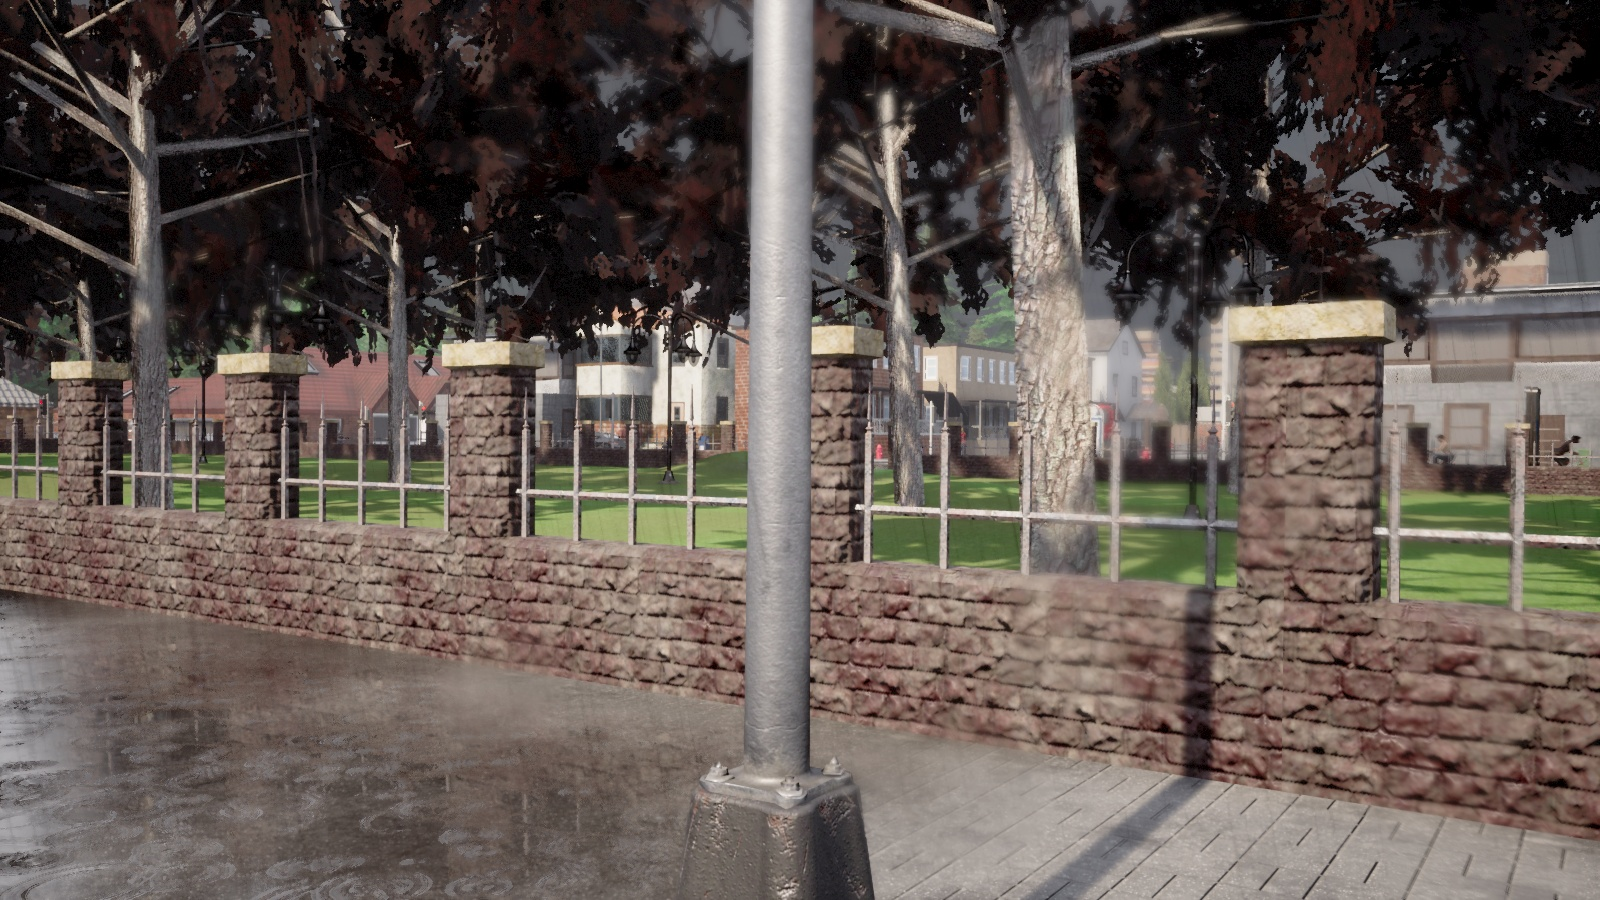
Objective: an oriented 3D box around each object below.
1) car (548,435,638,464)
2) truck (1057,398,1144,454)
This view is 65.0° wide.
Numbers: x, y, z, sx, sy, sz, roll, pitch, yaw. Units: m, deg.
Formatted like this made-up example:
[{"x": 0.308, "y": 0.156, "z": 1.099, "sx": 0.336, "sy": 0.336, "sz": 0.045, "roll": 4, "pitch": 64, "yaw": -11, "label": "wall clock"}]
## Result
[{"x": -10.889, "y": -0.044, "z": 65.889, "sx": 4.674, "sy": 1.442, "sz": 1.812, "roll": 0, "pitch": 1, "yaw": 34, "label": "car"}, {"x": 19.416, "y": -1.529, "z": 80.769, "sx": 2.891, "sy": 3.462, "sz": 7.936, "roll": 0, "pitch": 1, "yaw": 34, "label": "truck"}]
